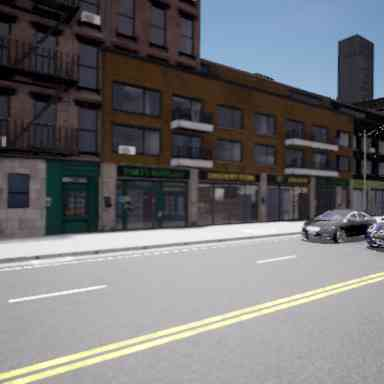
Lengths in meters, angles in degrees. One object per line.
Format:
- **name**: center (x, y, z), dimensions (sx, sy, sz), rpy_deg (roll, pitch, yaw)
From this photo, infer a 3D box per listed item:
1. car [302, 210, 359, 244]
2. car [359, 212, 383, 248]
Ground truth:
- **car**: center (7.666, 1.692, 17.143), dimensions (4.902, 1.511, 2.128), rpy_deg (1, -1, -36)
- **car**: center (9.637, 1.554, 14.556), dimensions (4.553, 1.767, 2.097), rpy_deg (1, -1, -35)
